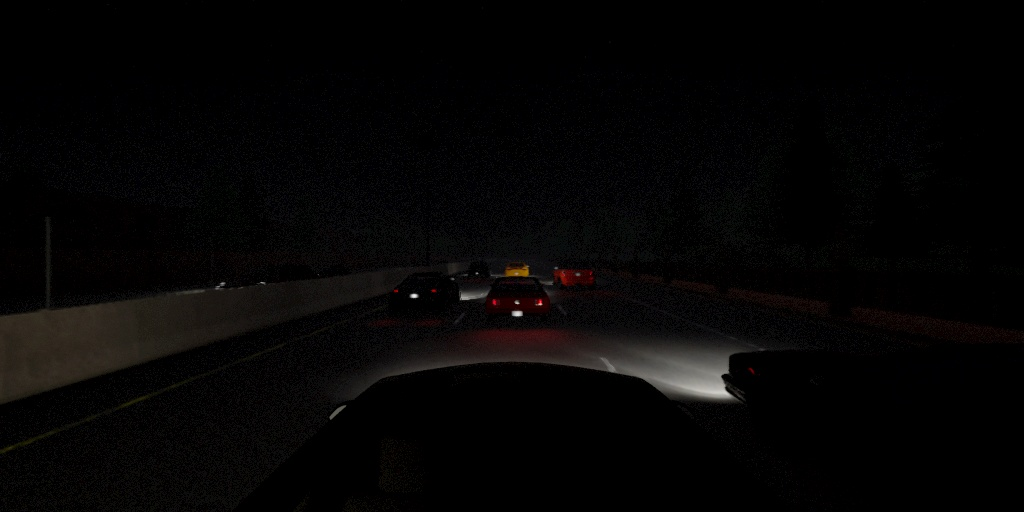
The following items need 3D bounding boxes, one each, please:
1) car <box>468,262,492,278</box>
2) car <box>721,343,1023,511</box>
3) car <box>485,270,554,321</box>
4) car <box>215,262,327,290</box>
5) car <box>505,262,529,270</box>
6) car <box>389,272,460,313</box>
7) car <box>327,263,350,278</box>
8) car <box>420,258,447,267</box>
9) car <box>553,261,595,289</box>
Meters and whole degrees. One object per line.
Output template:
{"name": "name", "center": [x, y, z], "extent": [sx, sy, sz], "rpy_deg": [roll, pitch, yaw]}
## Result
{"name": "car", "center": [-3.044, 1.268, 34.012], "extent": [1.837, 1.490, 4.892], "rpy_deg": [0, 0, 1]}
{"name": "car", "center": [3.554, 1.279, 2.082], "extent": [2.033, 1.411, 5.357], "rpy_deg": [0, 0, 1]}
{"name": "car", "center": [0.178, 1.349, 12.416], "extent": [1.895, 1.301, 4.718], "rpy_deg": [0, 0, 1]}
{"name": "car", "center": [-10.476, 1.154, 15.730], "extent": [2.097, 1.767, 4.553], "rpy_deg": [0, 0, 1]}
{"name": "car", "center": [0.404, 1.224, 30.300], "extent": [1.882, 1.535, 5.008], "rpy_deg": [0, 0, 1]}
{"name": "car", "center": [-3.294, 1.330, 14.180], "extent": [1.994, 1.385, 4.181], "rpy_deg": [0, 0, 1]}
{"name": "car", "center": [-13.837, 1.295, 26.495], "extent": [1.882, 1.535, 5.008], "rpy_deg": [0, 0, 1]}
{"name": "car", "center": [-10.013, 1.344, 47.339], "extent": [2.033, 1.411, 5.357], "rpy_deg": [0, 0, 2]}
{"name": "car", "center": [3.814, 1.081, 22.696], "extent": [2.097, 1.767, 4.553], "rpy_deg": [0, 0, 1]}
